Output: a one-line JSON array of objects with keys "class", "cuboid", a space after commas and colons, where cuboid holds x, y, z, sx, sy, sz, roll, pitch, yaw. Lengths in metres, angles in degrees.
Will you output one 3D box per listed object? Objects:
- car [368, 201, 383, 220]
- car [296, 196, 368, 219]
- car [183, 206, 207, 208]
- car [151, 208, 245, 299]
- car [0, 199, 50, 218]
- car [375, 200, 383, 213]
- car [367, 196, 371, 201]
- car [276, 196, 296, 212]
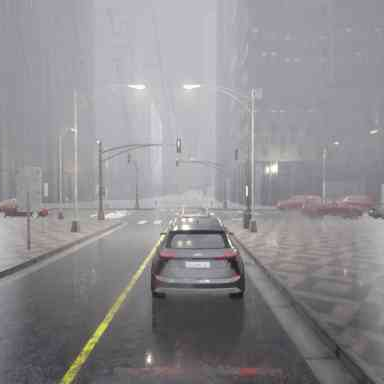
[{"class": "car", "cuboid": [17.850, 1.742, 29.239, 4.313, 1.339, 1.947, 0, 1, 0]}, {"class": "car", "cuboid": [12.208, 1.463, 29.235, 5.009, 1.841, 2.192, 0, 1, 0]}, {"class": "car", "cuboid": [0.147, 1.507, 17.562, 1.837, 1.490, 4.892, 0, 0, 0]}, {"class": "car", "cuboid": [0.133, 1.428, 8.475, 2.033, 1.649, 4.856, 0, 0, 1]}, {"class": "car", "cuboid": [-14.834, 1.566, 29.236, 4.507, 1.381, 1.887, 0, 1, 0]}, {"class": "car", "cuboid": [23.503, 1.634, 37.762, 4.313, 1.339, 1.947, 0, 1, 0]}, {"class": "car", "cuboid": [17.861, 1.354, 37.759, 5.009, 1.841, 2.192, 0, 1, 0]}, {"class": "car", "cuboid": [12.218, 1.325, 37.759, 5.009, 1.841, 2.192, 0, 1, 0]}]
